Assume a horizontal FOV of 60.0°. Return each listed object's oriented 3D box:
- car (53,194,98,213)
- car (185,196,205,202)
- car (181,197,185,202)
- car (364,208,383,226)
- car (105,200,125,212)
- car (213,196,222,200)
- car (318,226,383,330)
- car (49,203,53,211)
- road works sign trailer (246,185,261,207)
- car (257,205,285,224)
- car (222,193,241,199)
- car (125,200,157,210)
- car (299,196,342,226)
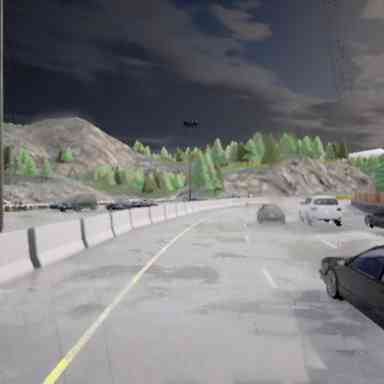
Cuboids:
[{"bbox_3d":[-12.992,1.299,38.267,2.150,2.045,5.566,0,0,13],"label":"car"},{"bbox_3d":[1.134,1.719,76.961,2.033,1.411,5.357,0,0,27],"label":"car"},{"bbox_3d":[-0.936,1.703,80.565,2.128,1.511,4.902,0,0,27],"label":"car"},{"bbox_3d":[12.146,1.648,19.892,2.033,1.411,5.357,0,0,8],"label":"car"},{"bbox_3d":[-8.702,1.648,41.054,2.033,1.411,5.357,0,0,15],"label":"car"},{"bbox_3d":[6.630,1.603,79.907,1.812,1.442,4.674,0,0,28],"label":"car"},{"bbox_3d":[3.765,1.577,5.363,2.033,1.411,5.357,0,0,3],"label":"car"},{"bbox_3d":[-15.753,1.557,41.614,1.882,1.535,5.008,0,0,15],"label":"car"},{"bbox_3d":[10.277,0.667,54.736,2.380,3.560,2.880,0,0,23],"label":"road works sign trailer"},{"bbox_3d":[6.083,1.664,25.805,1.994,1.385,4.181,0,0,10],"label":"car"},{"bbox_3d":[9.681,1.312,78.191,2.150,2.045,5.566,0,0,28],"label":"car"},{"bbox_3d":[-5.667,1.703,38.811,1.895,1.301,4.718,0,0,14],"label":"car"},{"bbox_3d":[9.382,1.328,24.579,2.150,2.045,5.566,0,0,10],"label":"car"}]
